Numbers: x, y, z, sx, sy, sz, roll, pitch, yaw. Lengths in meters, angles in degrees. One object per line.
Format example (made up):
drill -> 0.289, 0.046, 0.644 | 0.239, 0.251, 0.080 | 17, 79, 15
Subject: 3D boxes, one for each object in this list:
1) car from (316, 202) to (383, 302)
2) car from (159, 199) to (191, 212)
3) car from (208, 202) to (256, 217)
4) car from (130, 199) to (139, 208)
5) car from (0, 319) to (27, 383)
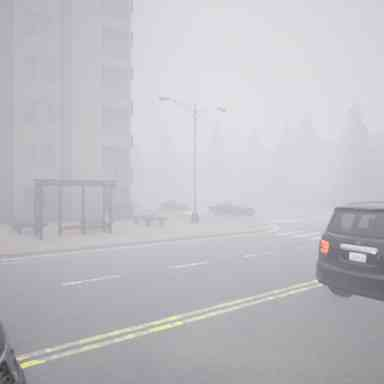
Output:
car -> 5.074, 1.235, 7.363 | 5.566, 2.045, 2.150 | 0, 0, -35
car -> -1.982, 1.541, 38.376 | 1.994, 1.385, 4.181 | 0, 0, -39
car -> 3.656, 1.579, 30.863 | 1.895, 1.301, 4.718 | 0, 0, -36
car -> -9.443, 1.479, 45.582 | 4.892, 1.490, 1.837 | 0, 0, 32
car -> -3.642, 1.213, 1.155 | 5.566, 2.045, 2.150 | 1, -1, -35
